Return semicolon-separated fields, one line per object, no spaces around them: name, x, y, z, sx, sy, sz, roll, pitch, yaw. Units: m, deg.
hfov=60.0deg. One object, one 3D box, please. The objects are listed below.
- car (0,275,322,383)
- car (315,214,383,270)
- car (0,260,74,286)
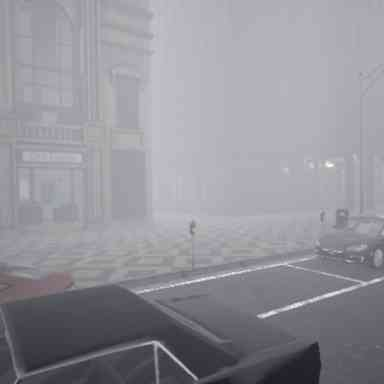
car;-1.226;1.590;2.512;4.718;1.301;1.895;-1;1;-34
car;5.628;1.382;10.294;4.403;1.369;2.008;-1;0;-34
car;-3.565;1.581;4.167;4.206;1.307;1.802;-1;0;-34
